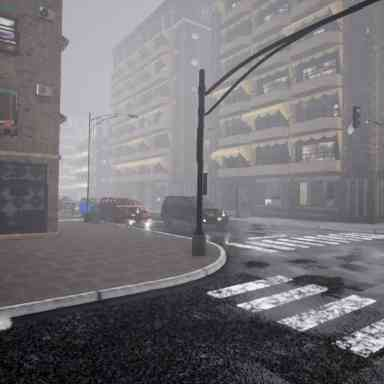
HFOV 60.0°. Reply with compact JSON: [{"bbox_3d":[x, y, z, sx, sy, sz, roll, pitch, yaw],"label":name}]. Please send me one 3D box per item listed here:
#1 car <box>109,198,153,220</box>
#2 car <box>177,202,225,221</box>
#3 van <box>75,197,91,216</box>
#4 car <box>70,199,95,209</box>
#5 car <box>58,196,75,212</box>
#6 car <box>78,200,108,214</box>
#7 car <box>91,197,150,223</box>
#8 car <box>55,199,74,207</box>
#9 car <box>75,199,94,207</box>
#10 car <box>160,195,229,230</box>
[{"bbox_3d":[-5.564,1.410,29.672,2.097,1.767,4.553,1,-1,-35],"label":"car"},{"bbox_3d":[0.735,1.686,30.141,1.752,1.417,4.829,1,-1,-35],"label":"car"},{"bbox_3d":[-8.815,1.355,29.980,1.690,1.788,3.998,1,-1,-35],"label":"van"},{"bbox_3d":[-16.515,1.753,50.146,2.033,1.411,5.357,1,-1,-35],"label":"car"},{"bbox_3d":[-15.279,1.369,39.068,2.192,1.841,5.009,1,-1,-35],"label":"car"},{"bbox_3d":[-11.301,1.657,37.755,1.994,1.385,4.181,1,-1,-35],"label":"car"},{"bbox_3d":[-5.583,1.310,25.437,2.192,1.841,5.009,1,-1,-35],"label":"car"},{"bbox_3d":[-22.539,1.848,58.613,1.895,1.301,4.718,1,-1,-36],"label":"car"},{"bbox_3d":[-18.557,1.867,57.262,1.802,1.307,4.206,1,-1,-35],"label":"car"},{"bbox_3d":[0.010,1.249,21.827,2.150,2.045,5.566,1,-1,-36],"label":"car"}]
